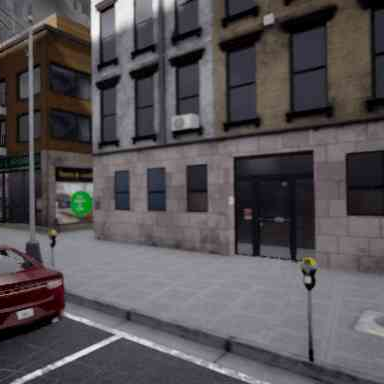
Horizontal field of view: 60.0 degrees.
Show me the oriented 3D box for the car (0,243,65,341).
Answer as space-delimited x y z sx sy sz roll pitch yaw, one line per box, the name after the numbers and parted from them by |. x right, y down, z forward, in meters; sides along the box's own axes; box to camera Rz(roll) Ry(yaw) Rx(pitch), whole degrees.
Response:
-4.126 1.568 5.936 4.507 1.381 1.887 0 -1 36 | car
